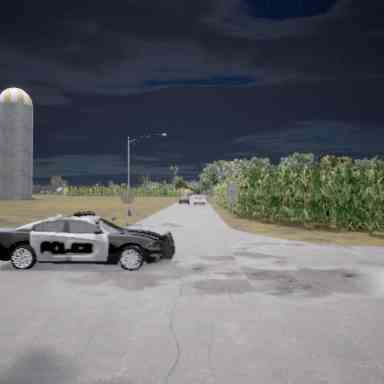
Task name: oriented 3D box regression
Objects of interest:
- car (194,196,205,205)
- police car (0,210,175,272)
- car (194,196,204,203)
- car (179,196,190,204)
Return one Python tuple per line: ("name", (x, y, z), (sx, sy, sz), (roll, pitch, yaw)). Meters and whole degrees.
("car", (1.239, 1.582, 57.741), (1.895, 1.301, 4.718), (0, 0, 1))
("police car", (-3.155, 1.399, 10.148), (5.238, 1.638, 1.930), (0, -1, 1))
("car", (1.445, 1.520, 67.714), (2.033, 1.411, 5.357), (0, 0, 1))
("car", (-1.425, 1.456, 61.939), (1.882, 1.535, 5.008), (0, 0, 1))
